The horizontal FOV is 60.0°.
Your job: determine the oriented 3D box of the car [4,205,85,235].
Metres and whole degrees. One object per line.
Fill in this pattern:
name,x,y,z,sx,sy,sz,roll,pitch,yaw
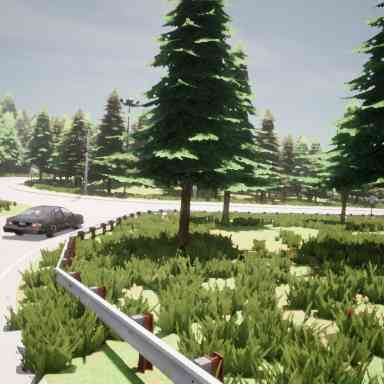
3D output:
car,-7.401,1.412,17.297,2.033,1.411,5.357,4,1,3
